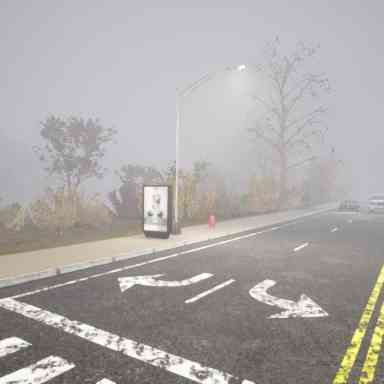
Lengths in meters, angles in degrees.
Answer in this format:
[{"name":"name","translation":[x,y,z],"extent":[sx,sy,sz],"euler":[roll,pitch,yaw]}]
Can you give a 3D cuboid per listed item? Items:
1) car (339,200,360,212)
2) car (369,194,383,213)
[{"name":"car","translation":[18.777,1.602,39.625],"extent":[1.994,1.385,4.181],"euler":[0,0,31]},{"name":"car","translation":[21.560,1.262,37.946],"extent":[2.150,2.045,5.566],"euler":[0,0,31]}]
